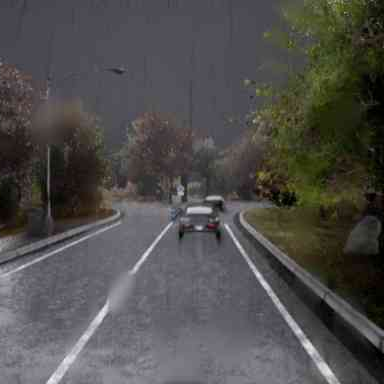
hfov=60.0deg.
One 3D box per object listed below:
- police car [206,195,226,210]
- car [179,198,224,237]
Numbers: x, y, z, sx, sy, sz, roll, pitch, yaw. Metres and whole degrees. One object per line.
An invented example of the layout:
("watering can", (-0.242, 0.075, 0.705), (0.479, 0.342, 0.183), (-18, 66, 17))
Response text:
("police car", (2.313, 1.066, 33.311), (1.930, 1.638, 5.238), (-1, 0, 11))
("car", (0.377, 1.246, 15.841), (1.812, 1.442, 4.674), (0, 1, 2))
